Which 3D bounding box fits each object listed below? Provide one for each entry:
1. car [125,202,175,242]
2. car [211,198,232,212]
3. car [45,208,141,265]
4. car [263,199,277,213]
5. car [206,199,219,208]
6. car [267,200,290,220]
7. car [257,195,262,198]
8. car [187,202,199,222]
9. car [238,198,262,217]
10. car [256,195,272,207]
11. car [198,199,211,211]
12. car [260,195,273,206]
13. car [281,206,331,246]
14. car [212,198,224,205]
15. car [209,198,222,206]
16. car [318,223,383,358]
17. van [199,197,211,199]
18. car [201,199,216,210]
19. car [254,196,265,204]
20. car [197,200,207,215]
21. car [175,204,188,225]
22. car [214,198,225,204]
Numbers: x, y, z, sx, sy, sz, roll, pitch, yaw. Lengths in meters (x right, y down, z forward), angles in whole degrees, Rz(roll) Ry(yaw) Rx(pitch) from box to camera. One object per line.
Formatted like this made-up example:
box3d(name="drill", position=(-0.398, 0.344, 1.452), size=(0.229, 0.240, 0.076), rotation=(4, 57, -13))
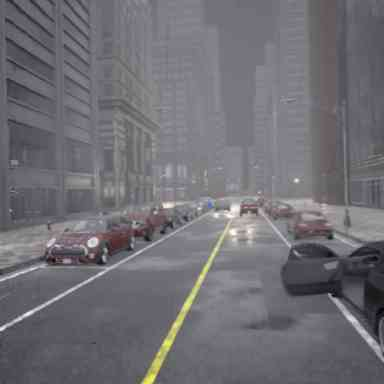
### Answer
box3d(name="car", position=(-2.681, 1.513, 17.810), size=(2.192, 1.841, 5.009), rotation=(-2, 0, 9))
box3d(name="car", position=(3.887, 1.724, 41.649), size=(1.837, 1.490, 4.892), rotation=(-1, -1, 10))
box3d(name="car", position=(-3.563, 1.619, 12.242), size=(1.967, 1.590, 4.097), rotation=(-2, 0, 9))
box3d(name="car", position=(8.402, 1.623, 33.174), size=(1.802, 1.307, 4.206), rotation=(-2, 0, 9))
box3d(name="car", position=(3.529, 1.930, 56.774), size=(1.802, 1.307, 4.206), rotation=(-2, -1, 9))
box3d(name="car", position=(7.516, 1.603, 27.607), size=(1.802, 1.307, 4.206), rotation=(-2, 0, 9))
box3d(name="car", position=(11.052, 1.423, 49.873), size=(2.192, 1.841, 5.009), rotation=(-2, -1, 9))
box3d(name="car", position=(-0.902, 1.803, 28.941), size=(1.947, 1.339, 4.313), rotation=(-2, 0, 9))
box3d(name="car", position=(5.680, 1.613, 33.177), size=(1.837, 1.490, 4.892), rotation=(-1, 0, 9))
box3d(name="car", position=(11.938, 1.446, 55.440), size=(2.192, 1.841, 5.009), rotation=(-2, -1, 9))
box3d(name="car", position=(0.871, 1.861, 40.074), size=(1.802, 1.307, 4.206), rotation=(-2, 0, 9))
box3d(name="car", position=(9.284, 1.503, 38.741), size=(1.967, 1.590, 4.097), rotation=(-2, 0, 9))
box3d(name="car", position=(5.744, 1.564, 16.475), size=(1.802, 1.307, 4.206), rotation=(-2, 0, 9))
box3d(name="car", position=(5.301, 1.963, 67.906), size=(1.947, 1.339, 4.313), rotation=(-2, -1, 9))
box3d(name="car", position=(4.415, 1.938, 62.340), size=(1.947, 1.339, 4.313), rotation=(-2, -1, 9))
box3d(name="car", position=(3.564, 1.479, 5.378), size=(1.812, 1.442, 4.674), rotation=(-2, 0, 9))
box3d(name="van", position=(1.750, 1.642, 45.643), size=(1.690, 1.788, 3.998), rotation=(-2, 0, 9))
box3d(name="car", position=(2.615, 1.849, 51.040), size=(1.752, 1.417, 4.829), rotation=(-2, -1, 9))
box3d(name="car", position=(14.600, 1.647, 72.137), size=(1.967, 1.590, 4.097), rotation=(-2, -1, 9))
box3d(name="car", position=(-0.016, 1.808, 34.507), size=(2.008, 1.369, 4.403), rotation=(-2, 0, 9))
box3d(name="car", position=(-1.788, 1.783, 23.375), size=(1.947, 1.339, 4.313), rotation=(-2, 0, 9))
box3d(name="car", position=(6.187, 1.974, 73.473), size=(2.008, 1.369, 4.403), rotation=(-2, -1, 9))
